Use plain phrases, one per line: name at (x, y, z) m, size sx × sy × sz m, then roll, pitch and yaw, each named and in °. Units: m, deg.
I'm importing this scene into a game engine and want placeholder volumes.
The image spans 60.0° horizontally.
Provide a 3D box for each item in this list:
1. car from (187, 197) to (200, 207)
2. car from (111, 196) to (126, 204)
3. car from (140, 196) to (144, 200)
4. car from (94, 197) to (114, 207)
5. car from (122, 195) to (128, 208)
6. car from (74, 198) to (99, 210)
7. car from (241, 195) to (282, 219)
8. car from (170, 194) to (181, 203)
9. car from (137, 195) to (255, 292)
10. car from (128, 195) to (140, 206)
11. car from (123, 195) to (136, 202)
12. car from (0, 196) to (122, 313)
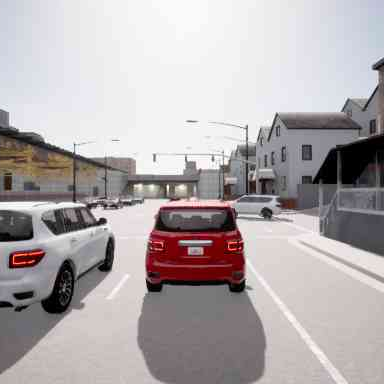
car at (0.219, 1.564, 52.274) m, size 1.994 × 1.385 × 4.181 m, roll 0°, pitch 0°, yaw 0°
car at (-13.898, 1.505, 63.344) m, size 1.837 × 1.490 × 4.892 m, roll 0°, pitch 0°, yaw 0°
car at (-10.385, 1.547, 64.698) m, size 2.033 × 1.411 × 5.357 m, roll 0°, pitch 0°, yaw 0°
car at (-13.965, 1.526, 52.989) m, size 1.812 × 1.442 × 4.674 m, roll 0°, pitch 0°, yaw 0°
car at (-10.495, 1.491, 44.660) m, size 2.128 × 1.511 × 4.902 m, roll 0°, pitch 0°, yaw 0°
car at (-13.996, 1.564, 44.248) m, size 1.994 × 1.385 × 4.181 m, roll 0°, pitch 0°, yaw 0°
car at (5.167, 1.278, 29.677) m, size 5.566 × 2.045 × 2.150 m, roll 2°, pitch 1°, yaw 15°
car at (-3.338, 1.352, 69.181) m, size 2.097 × 1.767 × 4.553 m, roll 0°, pitch 0°, yaw 0°
car at (0.099, 1.221, 9.049) m, size 2.150 × 2.045 × 5.566 m, roll 0°, pitch 0°, yaw 1°
car at (-10.464, 1.547, 54.409) m, size 2.033 × 1.411 × 5.357 m, roll 0°, pitch 0°, yaw 0°
car at (-13.827, 1.493, 73.758) m, size 1.837 × 1.490 × 4.892 m, roll 0°, pitch 0°, yaw 0°
car at (-3.409, 1.221, 7.786) m, size 2.150 × 2.045 × 5.566 m, roll 0°, pitch 0°, yaw 1°
